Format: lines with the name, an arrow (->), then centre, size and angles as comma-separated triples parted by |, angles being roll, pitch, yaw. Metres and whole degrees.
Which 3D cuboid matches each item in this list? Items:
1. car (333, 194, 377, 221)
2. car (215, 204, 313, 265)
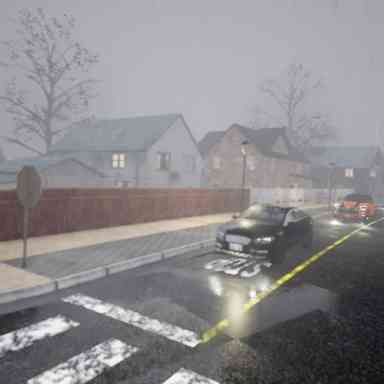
car -> 11.435, 0.935, 23.193 | 2.097, 1.767, 4.553 | 5, 3, 38
car -> 2.548, 1.175, 10.813 | 2.128, 1.511, 4.902 | 5, 3, 34
